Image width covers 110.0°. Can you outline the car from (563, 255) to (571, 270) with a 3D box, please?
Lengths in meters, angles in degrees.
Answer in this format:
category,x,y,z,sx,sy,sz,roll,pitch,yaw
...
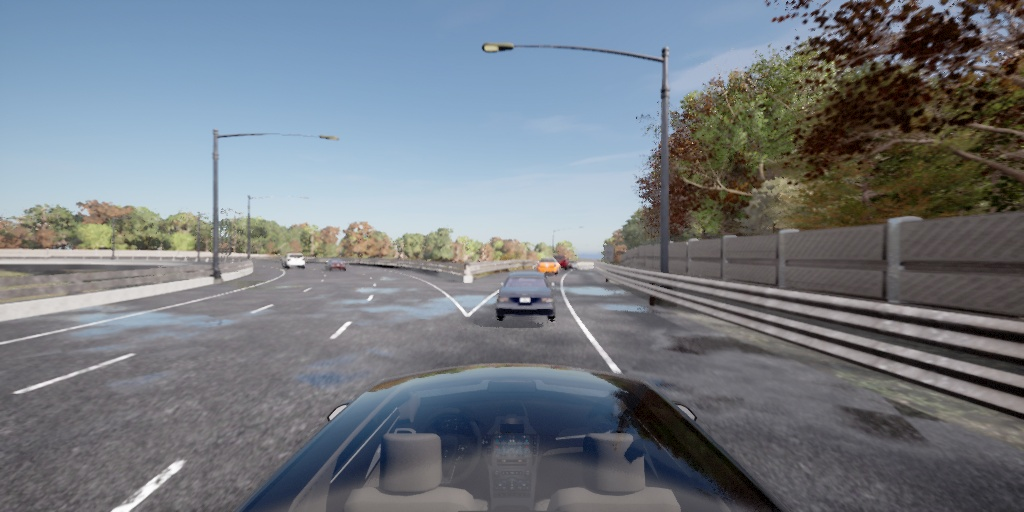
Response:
category,x,y,z,sx,sy,sz,roll,pitch,yaw
car,6.665,0.912,50.051,2.150,2.045,5.566,0,-1,12

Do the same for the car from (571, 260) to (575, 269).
category,x,y,z,sx,sy,sz,roll,pitch,yaw
car,9.464,1.650,62.231,1.895,1.301,4.718,0,-2,13

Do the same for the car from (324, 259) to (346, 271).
category,x,y,z,sx,sy,sz,roll,pitch,yaw
car,-21.757,1.066,44.075,2.033,1.411,5.357,0,0,-34

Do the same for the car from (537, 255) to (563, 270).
category,x,y,z,sx,sy,sz,roll,pitch,yaw
car,3.794,0.971,36.687,2.097,1.767,4.553,0,0,11

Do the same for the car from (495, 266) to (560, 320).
category,x,y,z,sx,sy,sz,roll,pitch,yaw
car,0.516,1.255,12.406,2.033,1.411,5.357,0,0,4

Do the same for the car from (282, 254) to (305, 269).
category,x,y,z,sx,sy,sz,roll,pitch,yaw
car,-30.438,0.693,49.875,2.150,2.045,5.566,0,0,-39
